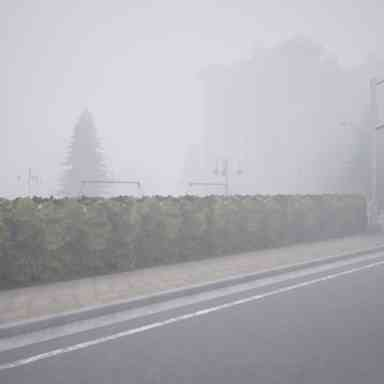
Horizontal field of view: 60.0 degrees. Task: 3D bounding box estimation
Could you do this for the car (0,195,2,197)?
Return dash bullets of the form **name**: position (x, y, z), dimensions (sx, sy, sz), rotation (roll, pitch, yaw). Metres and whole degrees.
- **car**: position (-40.232, 1.374, 67.297), dimensions (3.633, 1.501, 1.845), rotation (0, 0, -37)
